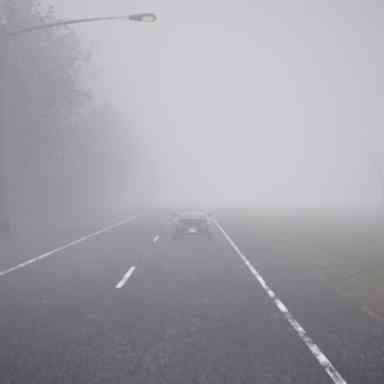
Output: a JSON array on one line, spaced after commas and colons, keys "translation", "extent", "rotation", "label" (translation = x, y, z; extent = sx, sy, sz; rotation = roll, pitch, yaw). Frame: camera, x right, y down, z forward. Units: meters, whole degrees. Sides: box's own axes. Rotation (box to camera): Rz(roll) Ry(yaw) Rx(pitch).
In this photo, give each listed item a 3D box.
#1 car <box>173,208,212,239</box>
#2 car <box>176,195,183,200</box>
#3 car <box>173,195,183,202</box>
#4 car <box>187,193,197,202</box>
[{"translation": [0.019, 1.535, 17.118], "extent": [1.812, 1.442, 4.674], "rotation": [0, 0, 0], "label": "car"}, {"translation": [-3.381, 1.456, 89.861], "extent": [1.837, 1.490, 4.892], "rotation": [0, 0, 0], "label": "car"}, {"translation": [-3.394, 1.587, 79.848], "extent": [1.994, 1.385, 4.181], "rotation": [0, 0, 0], "label": "car"}, {"translation": [0.105, 1.262, 79.468], "extent": [2.150, 2.045, 5.566], "rotation": [0, 0, 0], "label": "car"}]
